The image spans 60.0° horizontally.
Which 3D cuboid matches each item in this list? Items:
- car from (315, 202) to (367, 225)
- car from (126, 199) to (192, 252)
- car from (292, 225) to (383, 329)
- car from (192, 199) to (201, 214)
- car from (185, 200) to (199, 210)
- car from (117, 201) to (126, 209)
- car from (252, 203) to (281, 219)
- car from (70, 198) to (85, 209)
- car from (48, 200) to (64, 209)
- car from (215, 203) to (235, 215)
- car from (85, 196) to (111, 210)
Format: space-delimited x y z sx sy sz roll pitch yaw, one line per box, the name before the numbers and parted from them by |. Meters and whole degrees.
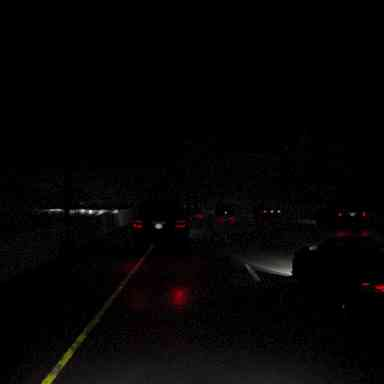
car | 10.610 1.554 24.097 2.097 1.767 4.553 0 0 0
car | -1.219 1.364 14.837 2.150 2.045 5.566 0 0 0
car | 3.603 1.643 7.089 1.994 1.385 4.181 0 -1 0
car | 0.048 1.662 39.765 2.097 1.767 4.553 0 0 1
car | 0.022 1.943 49.764 1.994 1.385 4.181 0 0 0
car | -10.536 1.999 52.514 1.895 1.301 4.718 0 0 1
car | 7.113 1.804 32.055 2.033 1.411 5.357 0 0 0
car | -17.537 1.752 52.680 2.097 1.767 4.553 0 0 0
car | -21.035 1.963 52.631 1.994 1.385 4.181 0 0 0
car | 3.615 1.896 37.720 1.895 1.301 4.718 0 0 0
car | -14.046 1.608 50.889 2.150 2.045 5.566 0 0 0
